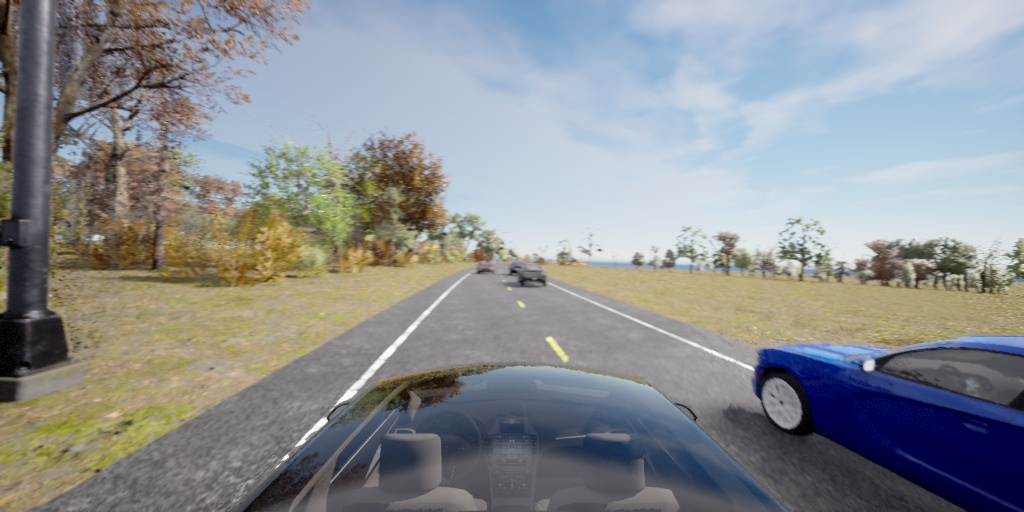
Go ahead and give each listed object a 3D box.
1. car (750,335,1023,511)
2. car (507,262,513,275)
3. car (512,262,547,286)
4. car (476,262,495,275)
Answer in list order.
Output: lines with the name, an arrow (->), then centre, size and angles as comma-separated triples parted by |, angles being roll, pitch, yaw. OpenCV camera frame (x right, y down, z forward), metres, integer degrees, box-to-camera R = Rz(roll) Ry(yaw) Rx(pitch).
car -> 4.298, 1.374, 2.780 | 1.882, 1.535, 5.008 | 2, 0, -5
car -> 0.587, 1.380, 40.337 | 1.837, 1.490, 4.892 | 2, 0, -2
car -> 1.398, 1.343, 26.427 | 2.128, 1.511, 4.902 | 2, 0, -3
car -> -2.920, 1.321, 40.213 | 1.994, 1.385, 4.181 | 2, 0, -3
